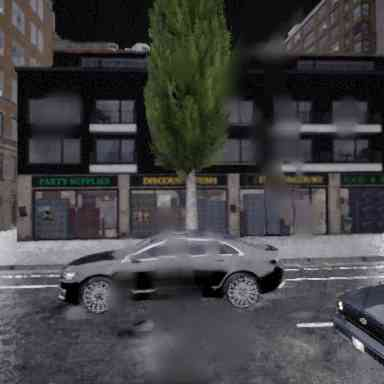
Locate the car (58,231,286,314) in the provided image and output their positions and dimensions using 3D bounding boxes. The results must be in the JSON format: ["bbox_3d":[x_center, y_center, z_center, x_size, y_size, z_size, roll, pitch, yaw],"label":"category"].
[{"bbox_3d":[-0.415,1.673,7.537,4.902,1.511,2.128,-1,-1,-3],"label":"car"}]

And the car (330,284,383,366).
[{"bbox_3d":[4.839,1.581,4.541,5.357,1.411,2.033,-1,-1,-3],"label":"car"}]
